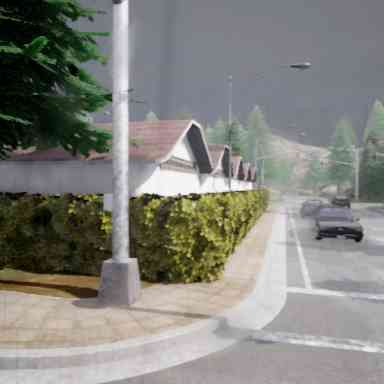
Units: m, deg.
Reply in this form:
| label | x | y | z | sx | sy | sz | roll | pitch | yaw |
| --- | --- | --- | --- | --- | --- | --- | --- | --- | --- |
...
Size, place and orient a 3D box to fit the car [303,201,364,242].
| label | x | y | z | sx | sy | sz | roll | pitch | yaw |
| --- | --- | --- | --- | --- | --- | --- | --- | --- | --- |
| car | 6.664 | 1.381 | 15.856 | 2.033 | 1.411 | 5.357 | 0 | 1 | 16 |

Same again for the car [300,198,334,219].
| label | x | y | z | sx | sy | sz | roll | pitch | yaw |
| --- | --- | --- | --- | --- | --- | --- | --- | --- | --- |
| car | 9.325 | 1.278 | 25.409 | 1.994 | 1.385 | 4.181 | 0 | 1 | 16 |

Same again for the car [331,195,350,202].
| label | x | y | z | sx | sy | sz | roll | pitch | yaw |
| --- | --- | --- | --- | --- | --- | --- | --- | --- | --- |
| car | 16.279 | 1.091 | 36.981 | 1.837 | 1.490 | 4.892 | 0 | 1 | 14 |
